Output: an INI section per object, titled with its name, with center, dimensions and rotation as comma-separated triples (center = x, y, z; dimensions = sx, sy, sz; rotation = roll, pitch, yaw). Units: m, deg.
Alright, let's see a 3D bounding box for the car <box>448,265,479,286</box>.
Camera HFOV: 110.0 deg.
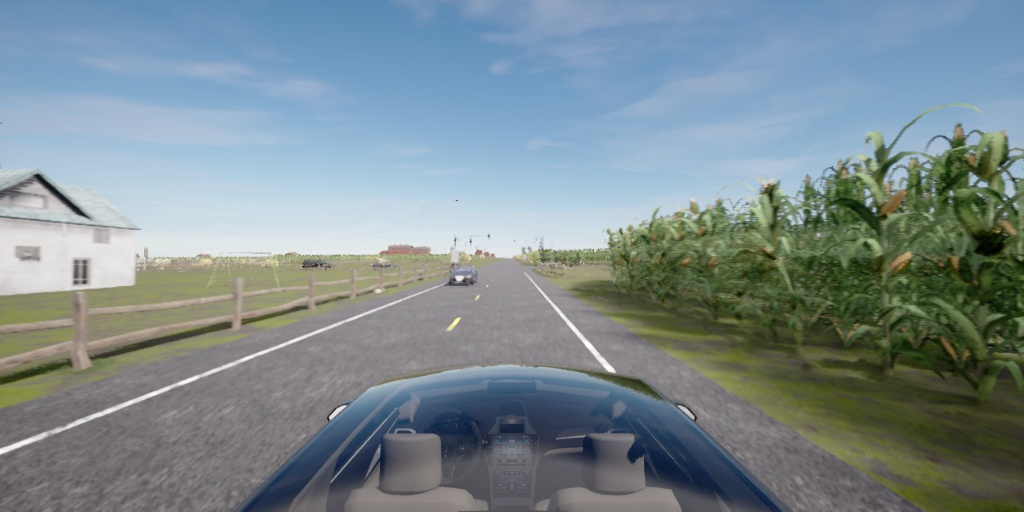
[car]
center = -3.584, 1.400, 27.044
dimensions = 2.128, 1.511, 4.902
rotation = 0, 0, 0
